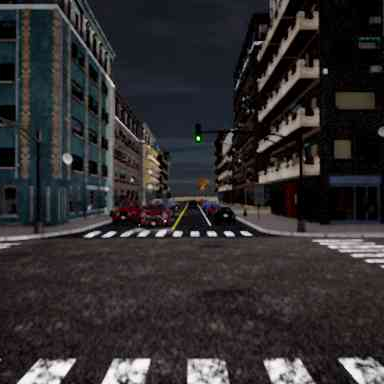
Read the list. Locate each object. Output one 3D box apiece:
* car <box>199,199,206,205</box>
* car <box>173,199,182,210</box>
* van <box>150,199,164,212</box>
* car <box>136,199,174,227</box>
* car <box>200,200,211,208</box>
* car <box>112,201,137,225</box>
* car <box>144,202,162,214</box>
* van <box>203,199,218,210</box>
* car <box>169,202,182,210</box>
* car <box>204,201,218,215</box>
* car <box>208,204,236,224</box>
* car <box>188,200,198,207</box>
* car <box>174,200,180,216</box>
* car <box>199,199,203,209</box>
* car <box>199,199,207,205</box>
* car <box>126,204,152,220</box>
[{"bbox_3d":[2.764,2.652,88.999,1.887,1.381,4.507,0,-1,0],"label":"car"},{"bbox_3d":[-2.742,2.075,45.774,2.128,1.511,4.902,0,-1,0],"label":"car"},{"bbox_3d":[-5.202,1.980,50.157,1.690,1.788,3.998,0,-1,0],"label":"van"},{"bbox_3d":[-2.760,1.688,25.929,2.097,1.767,4.553,0,-1,0],"label":"car"},{"bbox_3d":[2.715,2.391,66.792,2.008,1.369,4.403,0,-1,0],"label":"car"},{"bbox_3d":[-5.251,1.677,27.951,2.192,1.841,5.009,0,-1,0],"label":"car"},{"bbox_3d":[-5.214,2.115,44.603,1.887,1.381,4.507,0,-1,0],"label":"car"},{"bbox_3d":[2.667,1.907,44.589,1.690,1.788,3.998,0,-1,0],"label":"van"},{"bbox_3d":[-2.686,2.308,55.806,1.895,1.301,4.718,0,-1,1],"label":"car"},{"bbox_3d":[2.654,2.079,39.034,1.802,1.307,4.206,0,-1,0],"label":"car"},{"bbox_3d":[2.629,1.924,27.931,1.947,1.339,4.313,0,-1,0],"label":"car"},{"bbox_3d":[0.207,2.361,68.097,1.837,1.490,4.892,0,-1,0],"label":"car"},{"bbox_3d":[-2.770,1.951,35.766,2.128,1.511,4.902,0,-1,0],"label":"car"},{"bbox_3d":[2.691,2.144,55.690,1.967,1.590,4.097,0,-1,0],"label":"car"},{"bbox_3d":[2.752,2.586,83.447,1.887,1.381,4.507,0,-1,0],"label":"car"},{"bbox_3d":[-5.239,1.977,33.500,1.887,1.381,4.507,0,-1,0],"label":"car"}]
